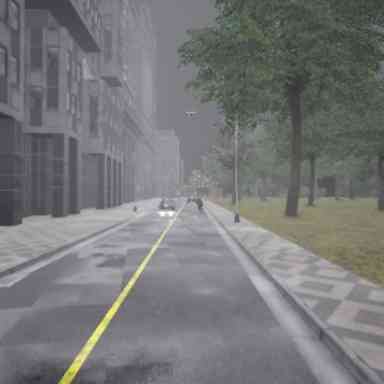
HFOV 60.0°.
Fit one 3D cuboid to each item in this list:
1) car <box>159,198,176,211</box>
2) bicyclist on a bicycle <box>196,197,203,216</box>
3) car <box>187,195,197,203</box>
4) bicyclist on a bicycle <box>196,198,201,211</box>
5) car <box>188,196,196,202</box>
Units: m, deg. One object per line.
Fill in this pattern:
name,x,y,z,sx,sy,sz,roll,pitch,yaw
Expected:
car,-3.081,1.534,41.856,2.128,1.511,4.902,0,0,0
bicyclist on a bicycle,0.827,1.479,31.544,0.582,1.620,1.656,0,0,0
car,0.007,1.459,69.544,2.097,1.767,4.553,0,0,0
bicyclist on a bicycle,0.829,1.493,40.542,0.582,1.620,1.656,0,0,0
car,0.008,1.665,81.291,1.812,1.442,4.674,0,0,0
